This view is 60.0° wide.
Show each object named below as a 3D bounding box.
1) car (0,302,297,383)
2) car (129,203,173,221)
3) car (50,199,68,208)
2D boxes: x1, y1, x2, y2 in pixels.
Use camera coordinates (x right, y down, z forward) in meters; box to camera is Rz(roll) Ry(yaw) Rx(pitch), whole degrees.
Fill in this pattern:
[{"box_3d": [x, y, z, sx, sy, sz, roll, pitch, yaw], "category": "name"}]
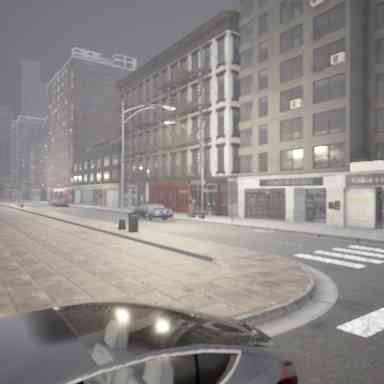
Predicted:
[{"box_3d": [-1.172, 1.566, 1.977, 4.313, 1.339, 1.947, 0, 0, -35], "category": "car"}, {"box_3d": [-3.661, 1.689, 28.919, 2.033, 1.411, 5.357, 0, 0, -35], "category": "car"}, {"box_3d": [-21.813, 1.800, 54.527, 1.994, 1.385, 4.181, 0, 0, -35], "category": "car"}]
